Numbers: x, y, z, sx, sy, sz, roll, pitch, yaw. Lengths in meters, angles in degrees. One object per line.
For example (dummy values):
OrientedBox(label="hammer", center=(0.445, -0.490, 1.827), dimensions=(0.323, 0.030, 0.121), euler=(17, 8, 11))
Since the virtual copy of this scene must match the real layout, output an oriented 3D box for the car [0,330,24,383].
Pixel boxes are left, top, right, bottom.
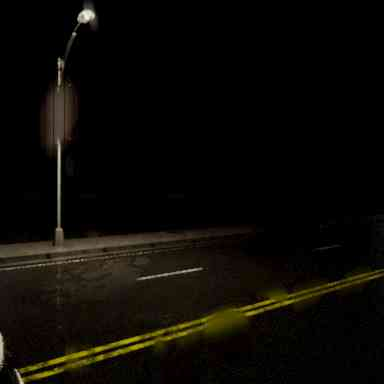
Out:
OrientedBox(label="car", center=(-3.529, 1.225, 0.931), dimensions=(5.566, 2.045, 2.150), euler=(0, 0, -35))
